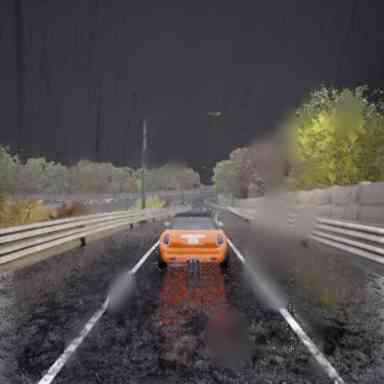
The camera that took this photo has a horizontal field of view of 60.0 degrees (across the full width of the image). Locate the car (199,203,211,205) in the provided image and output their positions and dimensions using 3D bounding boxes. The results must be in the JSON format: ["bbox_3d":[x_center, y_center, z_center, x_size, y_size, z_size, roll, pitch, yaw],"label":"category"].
[{"bbox_3d":[2.020,2.710,49.881,2.150,2.045,5.566,0,-2,5],"label":"car"}]

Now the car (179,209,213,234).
[{"bbox_3d":[0.353,1.987,23.577,2.128,1.511,4.902,0,-2,2],"label":"car"}]

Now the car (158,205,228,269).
[{"bbox_3d":[0.066,1.477,11.773,2.097,1.767,4.553,0,-1,1],"label":"car"}]
